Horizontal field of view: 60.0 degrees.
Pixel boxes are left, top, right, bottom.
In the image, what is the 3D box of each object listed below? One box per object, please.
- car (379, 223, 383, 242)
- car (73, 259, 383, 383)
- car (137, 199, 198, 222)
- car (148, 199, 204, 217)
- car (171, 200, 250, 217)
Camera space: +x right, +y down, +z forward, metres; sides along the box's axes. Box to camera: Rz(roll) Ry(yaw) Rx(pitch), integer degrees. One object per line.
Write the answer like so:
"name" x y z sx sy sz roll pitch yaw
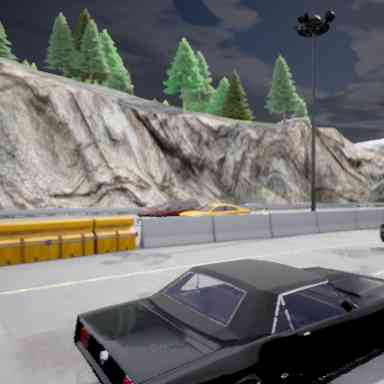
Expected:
"car" 9.750 1.517 13.631 4.892 1.490 1.837 0 0 -29
"car" 1.085 1.603 4.374 4.718 1.301 1.895 0 0 -34
"car" -1.436 1.485 23.605 5.008 1.535 1.882 0 0 -30
"car" -1.525 1.487 31.606 5.008 1.535 1.882 0 0 -29
"car" 1.470 1.486 21.250 5.008 1.535 1.882 0 0 -30
